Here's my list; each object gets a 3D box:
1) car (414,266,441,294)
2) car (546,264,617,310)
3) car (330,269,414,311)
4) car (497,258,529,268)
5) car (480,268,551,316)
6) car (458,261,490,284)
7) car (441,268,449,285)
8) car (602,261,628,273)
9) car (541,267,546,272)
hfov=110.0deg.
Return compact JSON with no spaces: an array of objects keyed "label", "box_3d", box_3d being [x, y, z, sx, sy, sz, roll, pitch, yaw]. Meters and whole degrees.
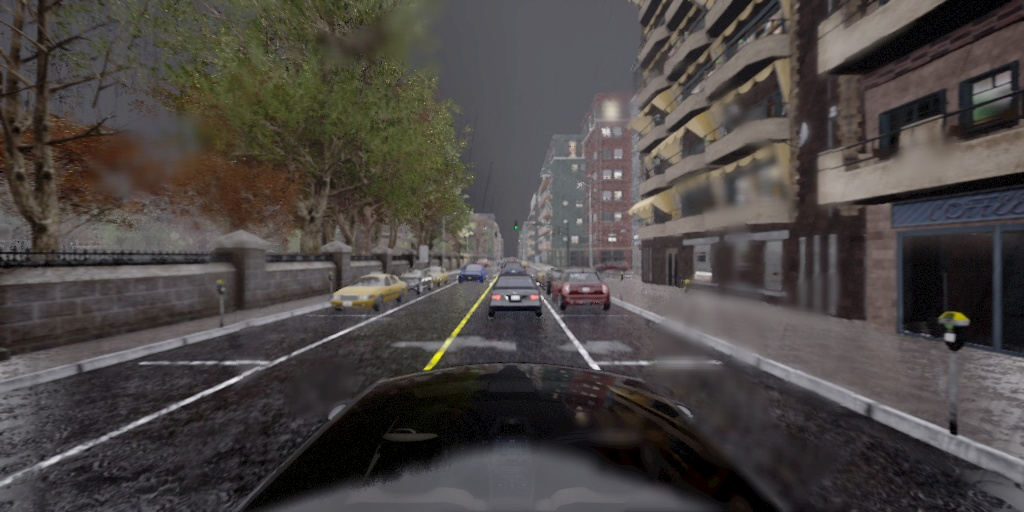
[{"label":"car","box_3d":[-5.680,1.392,20.600,2.007,1.370,4.403,0,0,0]},{"label":"car","box_3d":[2.698,1.253,14.967,1.967,1.591,4.097,0,0,0]},{"label":"car","box_3d":[-5.683,1.339,14.800,1.751,1.417,4.829,0,0,0]},{"label":"car","box_3d":[0.113,1.243,30.035,2.097,1.767,4.553,0,0,0]},{"label":"car","box_3d":[0.107,1.354,13.620,2.033,1.411,5.357,0,0,0]},{"label":"car","box_3d":[-3.059,1.361,28.678,1.882,1.535,5.008,0,0,0]},{"label":"car","box_3d":[-5.678,1.397,26.060,1.751,1.417,4.829,0,0,0]},{"label":"car","box_3d":[14.621,1.603,53.201,5.009,1.841,2.192,0,0,0]},{"label":"car","box_3d":[2.701,1.407,20.597,1.948,1.339,4.313,0,0,0]}]
